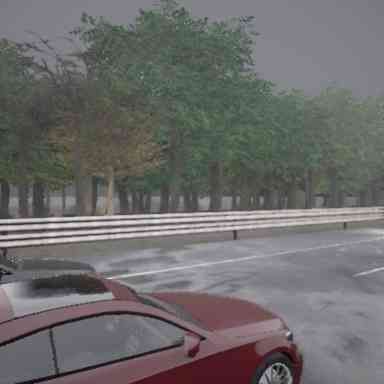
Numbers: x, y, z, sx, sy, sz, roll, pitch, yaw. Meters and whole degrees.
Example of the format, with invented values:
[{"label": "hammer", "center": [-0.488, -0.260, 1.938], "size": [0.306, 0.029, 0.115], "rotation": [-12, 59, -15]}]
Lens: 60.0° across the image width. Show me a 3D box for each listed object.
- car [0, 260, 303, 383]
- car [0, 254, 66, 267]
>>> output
[{"label": "car", "center": [-0.980, 1.534, 3.047], "size": [4.674, 1.442, 1.812], "rotation": [1, 0, -36]}, {"label": "car", "center": [-3.853, 1.524, 5.293], "size": [4.674, 1.442, 1.812], "rotation": [1, 0, -36]}]
